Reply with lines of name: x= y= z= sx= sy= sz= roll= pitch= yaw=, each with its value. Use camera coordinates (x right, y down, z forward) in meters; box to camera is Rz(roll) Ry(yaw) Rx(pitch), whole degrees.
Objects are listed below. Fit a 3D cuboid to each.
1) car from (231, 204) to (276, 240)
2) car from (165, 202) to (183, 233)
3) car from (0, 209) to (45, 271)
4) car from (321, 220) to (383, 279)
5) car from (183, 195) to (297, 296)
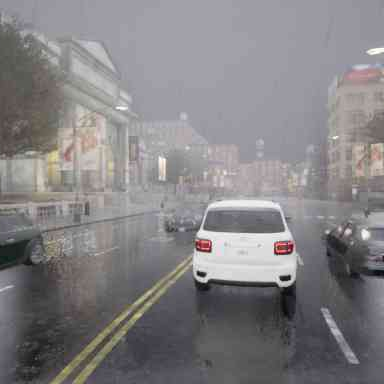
car: x=3.426 y=1.491 z=18.252 sx=2.128 sy=1.511 sz=4.902 roll=0 pitch=0 yaw=12
car: x=-0.037 y=1.351 z=19.378 sx=2.097 sy=1.767 sz=4.553 roll=0 pitch=0 yaw=13
car: x=-5.957 y=1.352 z=8.602 sx=2.097 sy=1.767 sz=4.553 roll=0 pitch=0 yaw=11
car: x=5.248 y=1.548 z=9.899 sx=2.033 sy=1.411 sz=5.357 roll=0 pitch=0 yaw=11
car: x=1.464 y=1.221 z=8.943 sx=2.150 sy=2.045 sz=5.566 roll=0 pitch=0 yaw=11
